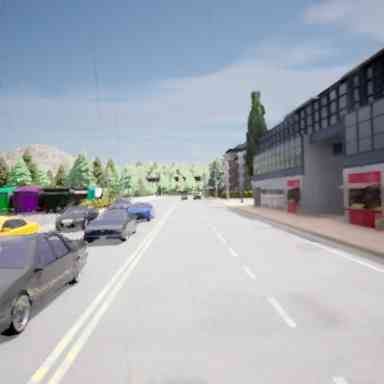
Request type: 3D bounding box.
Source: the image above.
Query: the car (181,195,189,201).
[{"bbox_3d":[-1.973,1.538,89.616,2.128,1.511,4.902,-2,0,-1],"label":"car"}]

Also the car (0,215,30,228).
[{"bbox_3d":[-7.366,1.671,12.202,1.882,1.535,5.008,-2,0,-1],"label":"car"}]

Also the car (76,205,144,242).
[{"bbox_3d":[-3.979,1.647,17.239,2.033,1.411,5.357,-2,0,-1],"label":"car"}]

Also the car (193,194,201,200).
[{"bbox_3d":[1.532,1.419,89.308,1.837,1.490,4.892,-2,0,-1],"label":"car"}]

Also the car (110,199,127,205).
[{"bbox_3d":[-7.836,1.546,36.904,2.097,1.767,4.553,-2,0,-1],"label":"car"}]

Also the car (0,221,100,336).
[{"bbox_3d":[-3.732,1.645,7.079,2.033,1.411,5.357,-2,0,-2],"label":"car"}]

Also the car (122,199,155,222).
[{"bbox_3d":[-4.193,1.578,27.721,1.882,1.535,5.008,-2,0,-1],"label":"car"}]

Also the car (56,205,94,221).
[{"bbox_3d":[-7.589,1.686,22.518,2.128,1.511,4.902,-2,0,-1],"label":"car"}]
